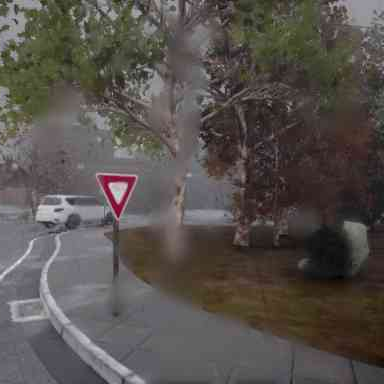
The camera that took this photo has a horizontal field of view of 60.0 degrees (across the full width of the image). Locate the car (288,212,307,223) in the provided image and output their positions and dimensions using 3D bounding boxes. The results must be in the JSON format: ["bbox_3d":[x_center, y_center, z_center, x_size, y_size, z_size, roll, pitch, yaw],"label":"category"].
[{"bbox_3d":[14.705,3.682,47.839,4.892,1.490,1.837,4,-3,-41],"label":"car"}]

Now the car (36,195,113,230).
[{"bbox_3d":[-7.203,1.240,21.446,2.150,2.045,5.566,-1,-1,27],"label":"car"}]
